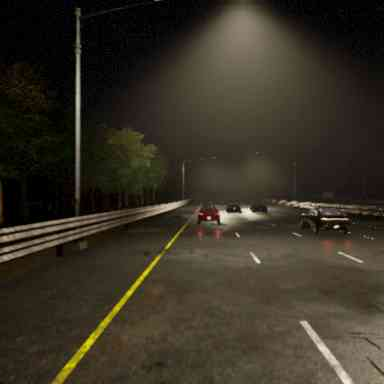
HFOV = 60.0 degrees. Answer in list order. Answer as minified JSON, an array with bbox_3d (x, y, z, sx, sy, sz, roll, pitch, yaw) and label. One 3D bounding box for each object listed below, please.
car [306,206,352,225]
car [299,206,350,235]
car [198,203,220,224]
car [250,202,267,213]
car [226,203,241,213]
[{"bbox_3d":[12.026,1.980,29.634,2.033,1.411,5.357,0,-1,3],"label":"car"},{"bbox_3d":[8.076,1.757,20.723,2.128,1.511,4.902,0,-1,3],"label":"car"},{"bbox_3d":[1.467,1.940,28.703,1.812,1.442,4.674,0,-1,3],"label":"car"},{"bbox_3d":[9.403,2.198,47.217,1.882,1.535,5.008,0,-1,3],"label":"car"},{"bbox_3d":[5.917,2.290,47.573,1.994,1.385,4.181,0,-1,3],"label":"car"}]
